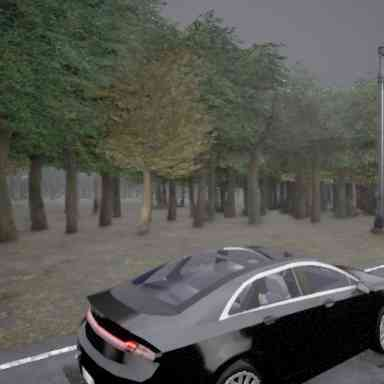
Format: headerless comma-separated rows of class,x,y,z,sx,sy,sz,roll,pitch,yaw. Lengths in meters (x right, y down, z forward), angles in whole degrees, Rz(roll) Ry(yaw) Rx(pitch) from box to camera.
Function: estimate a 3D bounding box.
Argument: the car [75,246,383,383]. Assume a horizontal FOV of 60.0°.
car,1.019,1.501,4.472,4.902,1.511,2.128,0,0,-36
